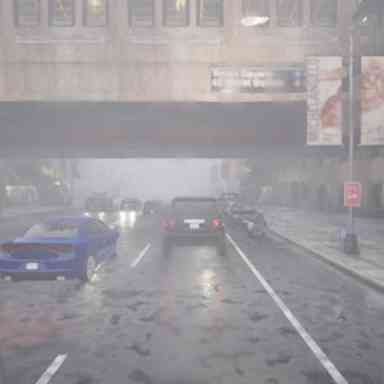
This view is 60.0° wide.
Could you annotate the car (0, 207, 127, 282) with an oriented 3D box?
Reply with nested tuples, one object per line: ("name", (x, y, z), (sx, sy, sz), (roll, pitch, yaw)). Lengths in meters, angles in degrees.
("car", (-3.418, 1.420, 9.607), (1.882, 1.535, 5.008), (0, 0, 0))

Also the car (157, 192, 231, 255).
("car", (0.090, 1.144, 13.164), (2.150, 2.045, 5.566), (0, 0, 0))

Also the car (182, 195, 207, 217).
("car", (0.202, 1.179, 29.528), (2.097, 1.767, 4.553), (0, 0, 0))

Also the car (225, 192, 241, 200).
("car", (3.174, 1.054, 29.788), (2.435, 2.045, 5.566), (0, 0, 0))

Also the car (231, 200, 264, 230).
("car", (3.221, 1.463, 22.394), (1.895, 1.301, 4.718), (0, 0, 0))

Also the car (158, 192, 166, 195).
("car", (-6.960, 0.633, 78.514), (1.882, 1.535, 5.008), (0, 0, -3))

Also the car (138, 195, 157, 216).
("car", (-3.297, 1.330, 29.840), (1.837, 1.490, 4.892), (0, 0, 0))

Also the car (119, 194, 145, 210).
("car", (-6.973, 1.269, 37.915), (2.128, 1.511, 4.902), (0, 0, 0))

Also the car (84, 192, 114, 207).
("car", (-10.474, 0.998, 37.806), (2.150, 2.045, 5.566), (0, 0, 0))

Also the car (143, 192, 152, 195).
("car", (-10.455, 0.680, 78.326), (1.812, 1.442, 4.674), (0, 0, -3))
